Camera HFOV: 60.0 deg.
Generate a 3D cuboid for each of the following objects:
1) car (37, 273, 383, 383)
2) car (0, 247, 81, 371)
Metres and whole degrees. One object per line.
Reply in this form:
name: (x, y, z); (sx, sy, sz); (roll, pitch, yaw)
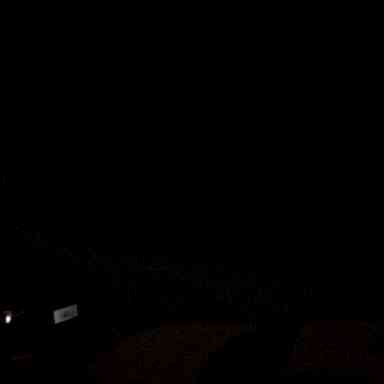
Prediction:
car: (1.116, 1.527, 2.295); (4.829, 1.417, 1.752); (0, 0, 36)
car: (-3.292, 1.594, 5.442); (4.313, 1.339, 1.947); (0, 0, 36)
